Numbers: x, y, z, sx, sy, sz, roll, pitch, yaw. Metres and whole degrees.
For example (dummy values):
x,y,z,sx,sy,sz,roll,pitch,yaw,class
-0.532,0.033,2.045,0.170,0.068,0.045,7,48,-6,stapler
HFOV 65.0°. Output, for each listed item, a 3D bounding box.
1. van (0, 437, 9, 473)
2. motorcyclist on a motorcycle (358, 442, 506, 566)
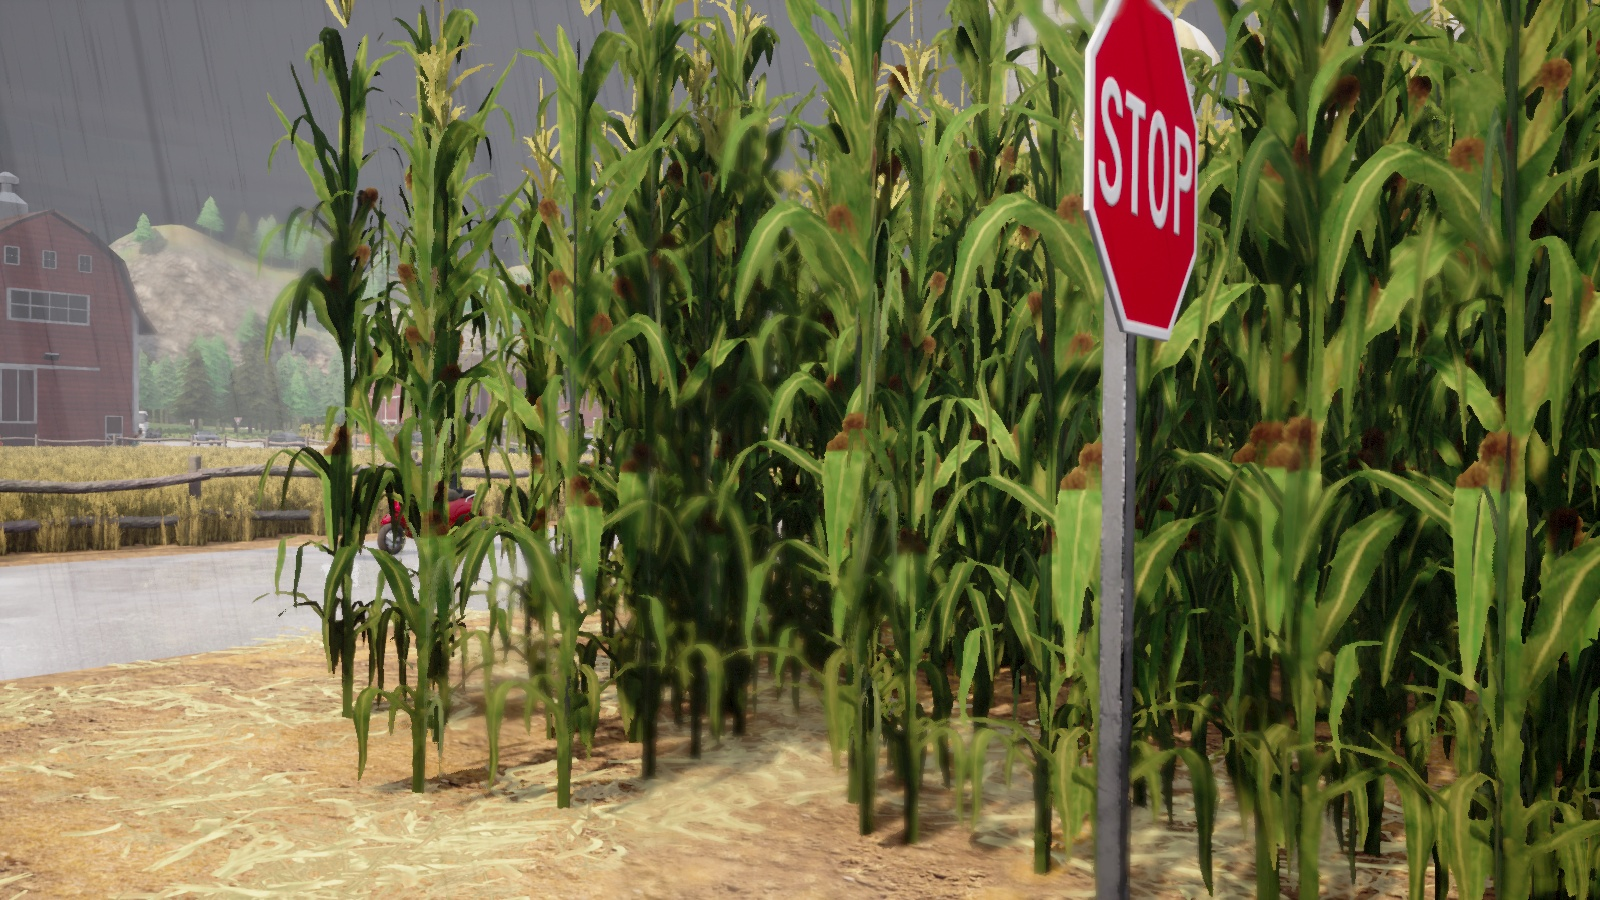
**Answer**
x,y,z,sx,sy,sz,roll,pitch,yaw,class
-45.546,0.288,67.840,1.775,1.987,4.442,0,1,30,van
-5.014,0.695,17.219,0.866,1.590,1.817,0,1,33,motorcyclist on a motorcycle
